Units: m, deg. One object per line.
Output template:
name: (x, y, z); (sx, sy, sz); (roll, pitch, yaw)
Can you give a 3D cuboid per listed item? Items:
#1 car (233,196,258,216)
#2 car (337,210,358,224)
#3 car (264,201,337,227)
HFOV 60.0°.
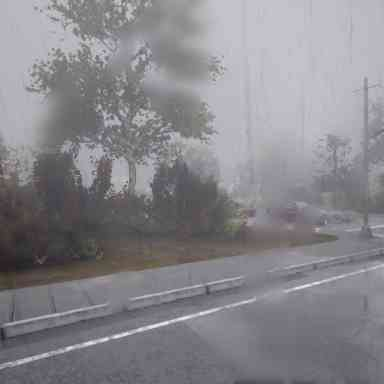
car: (3.928, 1.430, 33.468); (2.150, 2.045, 5.566); (0, -1, -41)
car: (10.226, 1.675, 25.857); (1.895, 1.301, 4.718); (0, -1, -39)
car: (7.432, 1.426, 23.655); (2.097, 1.767, 4.553); (0, -1, -38)
